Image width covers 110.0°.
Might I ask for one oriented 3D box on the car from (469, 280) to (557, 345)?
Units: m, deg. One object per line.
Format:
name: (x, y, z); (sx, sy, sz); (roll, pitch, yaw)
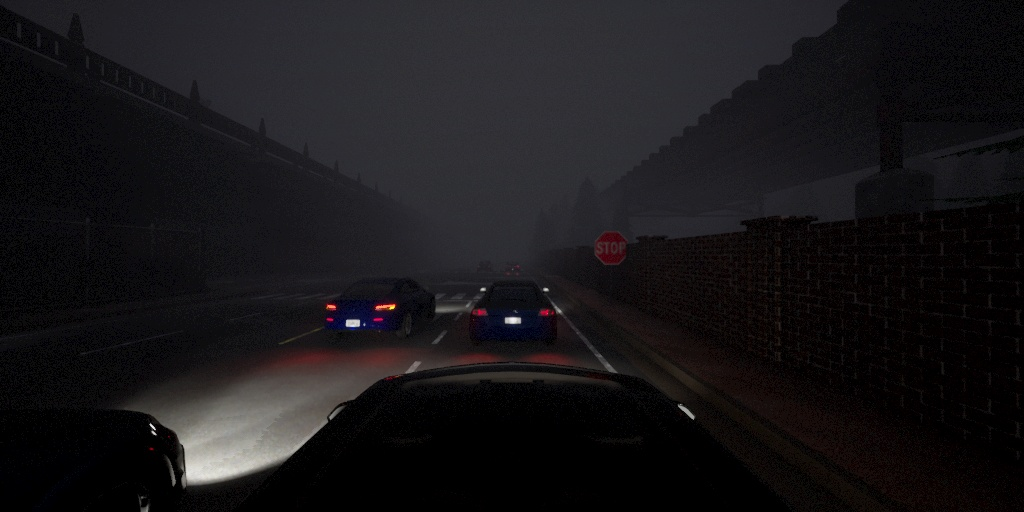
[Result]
car: (0.062, 1.314, 9.473); (1.994, 1.385, 4.181); (0, 0, 1)

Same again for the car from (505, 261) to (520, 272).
car: (0.064, 1.350, 46.232); (1.895, 1.301, 4.718); (0, 0, -1)

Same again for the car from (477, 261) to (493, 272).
car: (-3.430, 1.297, 46.034); (2.033, 1.411, 5.357); (0, 0, -1)

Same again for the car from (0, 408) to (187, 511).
car: (-3.399, 1.314, 0.897); (1.994, 1.385, 4.181); (0, 0, 0)

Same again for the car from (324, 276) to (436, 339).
car: (-3.420, 1.276, 9.993); (1.812, 1.442, 4.674); (0, 0, 0)
